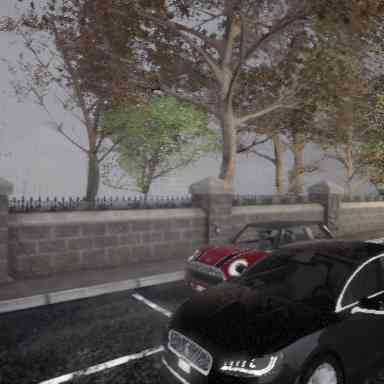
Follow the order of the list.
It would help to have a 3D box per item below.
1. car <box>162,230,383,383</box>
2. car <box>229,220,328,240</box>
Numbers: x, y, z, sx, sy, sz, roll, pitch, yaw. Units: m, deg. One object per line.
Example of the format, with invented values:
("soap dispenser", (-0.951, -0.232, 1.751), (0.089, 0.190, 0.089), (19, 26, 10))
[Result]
("car", (1.907, 1.505, 4.724), (4.892, 1.490, 1.837), (1, 0, -35))
("car", (1.812, 1.438, 7.855), (4.097, 1.590, 1.967), (0, 0, -36))
